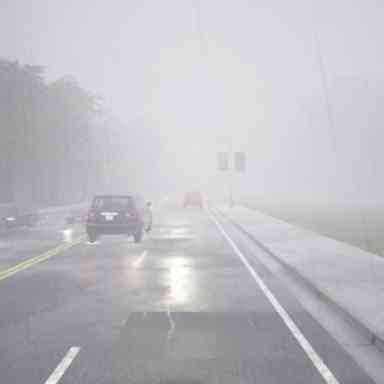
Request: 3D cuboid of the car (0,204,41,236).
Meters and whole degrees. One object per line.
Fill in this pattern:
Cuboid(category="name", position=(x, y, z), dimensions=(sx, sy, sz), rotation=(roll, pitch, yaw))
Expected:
Cuboid(category="car", position=(-9.850, 1.345, 17.386), dimensions=(2.033, 1.411, 5.357), rotation=(0, 1, 0))

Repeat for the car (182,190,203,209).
Cuboid(category="car", position=(0.095, 0.800, 38.140), dimensions=(2.150, 2.045, 5.566), rotation=(0, 0, 0))

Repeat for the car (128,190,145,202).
Cuboid(category="car", position=(-9.784, 0.632, 59.169), dimensions=(2.150, 2.045, 5.566), rotation=(0, 0, 1))

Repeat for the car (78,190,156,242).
Cuboid(category="car", position=(-3.153, 1.041, 15.350), dimensions=(2.150, 2.045, 5.566), rotation=(0, 1, 0))

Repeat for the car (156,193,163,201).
Cuboid(category="car", position=(-6.528, 0.891, 63.045), dimensions=(1.812, 1.442, 4.674), rotation=(0, 0, 1))

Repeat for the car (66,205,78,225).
Cuboid(category="car", position=(-6.598, 1.274, 21.649), dimensions=(1.812, 1.442, 4.674), rotation=(0, 1, 0))

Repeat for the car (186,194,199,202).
Cuboid(category="car", position=(0.086, 0.982, 56.997), dimensions=(1.994, 1.385, 4.181), rotation=(0, 0, 0))
